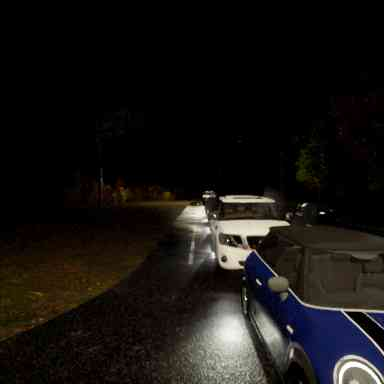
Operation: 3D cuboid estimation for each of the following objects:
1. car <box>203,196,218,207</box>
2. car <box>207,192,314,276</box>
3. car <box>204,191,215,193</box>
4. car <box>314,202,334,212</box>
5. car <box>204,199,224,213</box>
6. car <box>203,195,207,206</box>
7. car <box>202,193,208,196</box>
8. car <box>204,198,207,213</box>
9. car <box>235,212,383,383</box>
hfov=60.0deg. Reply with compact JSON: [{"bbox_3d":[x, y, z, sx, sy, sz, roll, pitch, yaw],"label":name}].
[{"bbox_3d":[2.646,1.311,47.994,1.994,1.385,4.181,0,0,2],"label":"car"},{"bbox_3d":[1.727,1.159,10.489,2.150,2.045,5.566,0,0,1],"label":"car"},{"bbox_3d":[2.833,0.934,54.427,2.150,2.045,5.566,0,0,2],"label":"car"},{"bbox_3d":[9.055,1.431,24.989,1.994,1.385,4.181,0,0,1],"label":"car"},{"bbox_3d":[2.303,1.412,35.419,1.895,1.301,4.718,0,0,1],"label":"car"},{"bbox_3d":[2.158,1.320,29.330,1.882,1.535,5.008,0,0,1],"label":"car"},{"bbox_3d":[2.460,1.272,41.585,2.128,1.511,4.902,0,0,2],"label":"car"},{"bbox_3d":[2.012,1.378,23.076,1.837,1.490,4.892,0,0,1],"label":"car"},{"bbox_3d":[1.940,1.338,4.143,2.097,1.767,4.553,0,0,0],"label":"car"}]
